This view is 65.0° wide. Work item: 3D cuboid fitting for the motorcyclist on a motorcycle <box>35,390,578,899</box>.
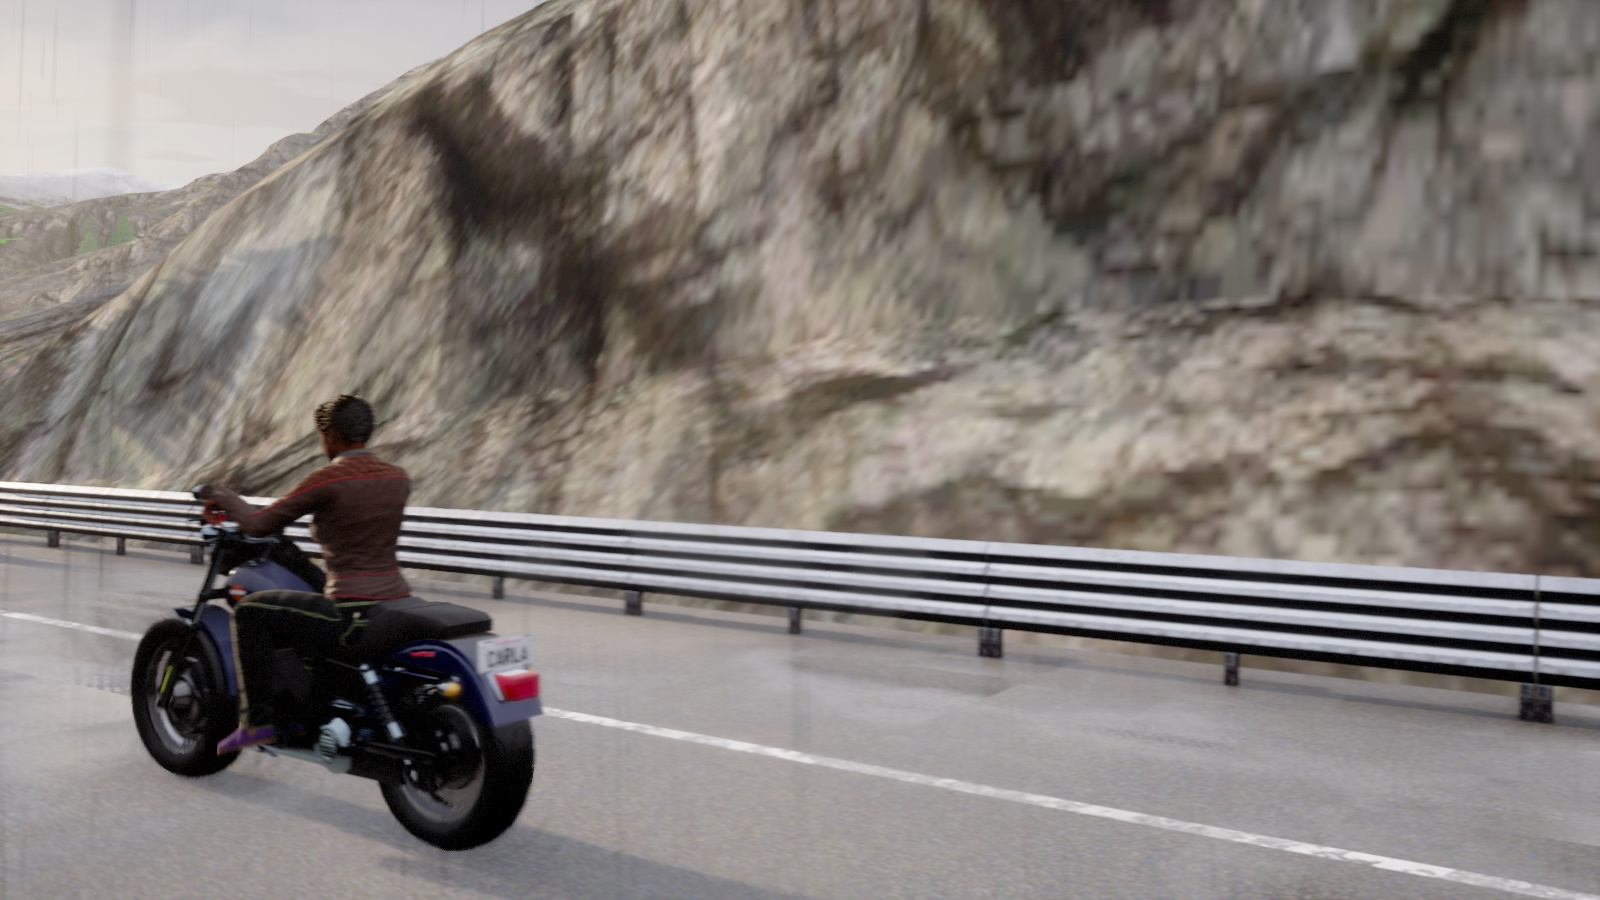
[{"bbox_3d":[-2.022,0.632,4.968,2.350,1.649,0.766,0,1,34],"label":"motorcyclist on a motorcycle"}]
